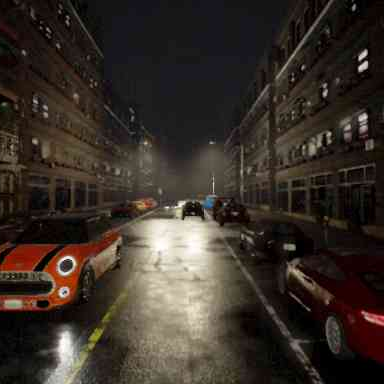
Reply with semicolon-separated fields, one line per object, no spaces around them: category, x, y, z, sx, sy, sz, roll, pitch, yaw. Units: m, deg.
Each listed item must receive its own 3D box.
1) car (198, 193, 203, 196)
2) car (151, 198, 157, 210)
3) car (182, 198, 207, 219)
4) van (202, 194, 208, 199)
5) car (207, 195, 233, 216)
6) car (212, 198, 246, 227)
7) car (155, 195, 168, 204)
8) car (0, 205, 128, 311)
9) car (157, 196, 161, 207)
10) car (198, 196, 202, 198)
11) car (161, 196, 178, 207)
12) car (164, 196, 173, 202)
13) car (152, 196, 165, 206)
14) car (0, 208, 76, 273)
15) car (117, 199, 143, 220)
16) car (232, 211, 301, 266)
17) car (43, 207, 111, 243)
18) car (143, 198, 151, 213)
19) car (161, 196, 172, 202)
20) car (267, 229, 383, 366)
car;2.705;1.315;90.891;2.192;1.841;5.009;1;0;0
car;-5.644;1.537;39.668;1.887;1.381;4.507;1;0;0
car;0.096;1.519;28.482;1.812;1.442;4.674;0;0;0
van;2.706;1.333;45.412;1.690;1.788;3.998;1;0;0
car;2.708;1.308;28.358;2.192;1.841;5.009;1;0;0
car;2.705;1.434;22.674;1.967;1.590;4.097;1;0;0
car;-5.643;1.434;62.407;1.967;1.590;4.097;1;0;0
car;-3.100;1.350;8.005;2.097;1.767;4.553;0;0;0
car;-5.644;1.517;45.182;1.752;1.417;4.829;1;0;0
car;0.099;1.592;45.989;1.895;1.301;4.718;0;0;0
car;-3.068;1.539;51.084;2.033;1.411;5.357;0;0;0
car;-5.646;1.579;79.461;1.802;1.307;4.206;1;0;0
car;-5.644;1.518;56.551;1.752;1.417;4.829;1;0;0
car;-5.641;1.437;11.244;1.967;1.590;4.097;1;0;0
car;-5.644;1.538;28.298;1.887;1.381;4.507;1;0;0
car;2.704;1.563;11.305;1.947;1.339;4.313;1;0;0
car;-5.644;1.562;16.929;1.947;1.339;4.313;1;0;0
car;-5.644;1.518;33.812;1.752;1.417;4.829;1;0;0
car;-5.645;1.546;73.775;2.008;1.369;4.403;1;0;0
car;2.704;1.580;5.619;1.802;1.307;4.206;1;0;0
